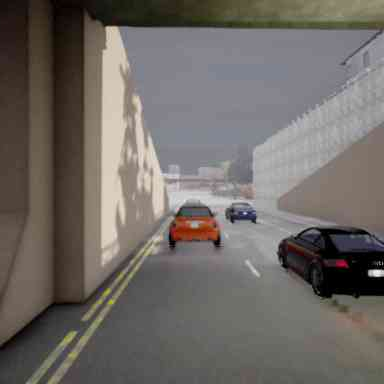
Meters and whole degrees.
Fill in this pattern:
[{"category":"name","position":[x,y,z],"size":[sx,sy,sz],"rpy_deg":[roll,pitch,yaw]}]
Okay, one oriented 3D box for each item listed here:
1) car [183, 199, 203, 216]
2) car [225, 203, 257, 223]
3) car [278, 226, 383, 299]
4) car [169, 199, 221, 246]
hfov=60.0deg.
[{"category":"car","position":[0.108,1.437,32.551],"size":[1.837,1.490,4.892],"rpy_deg":[0,0,0]},{"category":"car","position":[3.607,1.496,25.074],"size":[2.033,1.411,5.357],"rpy_deg":[0,0,0]},{"category":"car","position":[3.602,1.547,8.486],"size":[1.994,1.385,4.181],"rpy_deg":[0,0,0]},{"category":"car","position":[0.106,1.320,15.131],"size":[2.097,1.767,4.553],"rpy_deg":[0,0,0]}]
